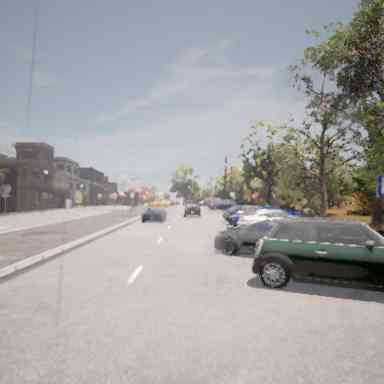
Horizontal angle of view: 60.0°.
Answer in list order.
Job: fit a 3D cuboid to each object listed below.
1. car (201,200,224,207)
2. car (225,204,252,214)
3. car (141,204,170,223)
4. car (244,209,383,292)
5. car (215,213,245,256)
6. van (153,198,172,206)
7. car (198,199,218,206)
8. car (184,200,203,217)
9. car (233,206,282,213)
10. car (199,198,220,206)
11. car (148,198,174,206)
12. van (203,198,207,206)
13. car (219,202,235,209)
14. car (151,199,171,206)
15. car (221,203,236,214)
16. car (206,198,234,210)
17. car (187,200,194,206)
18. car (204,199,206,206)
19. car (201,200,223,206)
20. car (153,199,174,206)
[{"bbox_3d":[4.927,2.722,80.684,5.366,1.575,1.946,0,-2,-1],"label":"car"},{"bbox_3d":[5.056,1.781,23.048,5.008,1.535,2.097,0,-1,0],"label":"car"},{"bbox_3d":[-3.324,1.988,29.621,1.895,1.301,4.718,0,-1,0],"label":"car"},{"bbox_3d":[3.872,1.461,8.252,4.553,1.767,2.097,0,-1,26],"label":"car"},{"bbox_3d":[2.973,1.733,12.733,4.181,1.385,1.994,0,-1,33],"label":"car"},{"bbox_3d":[-7.448,2.620,84.371,4.442,1.987,1.878,0,-2,-1],"label":"van"},{"bbox_3d":[4.546,2.999,94.521,5.566,2.045,2.435,0,-2,-1],"label":"car"},{"bbox_3d":[0.029,1.993,37.845,1.812,1.442,4.674,-1,0,0],"label":"car"},{"bbox_3d":[5.053,1.780,19.899,4.674,1.452,2.002,0,-1,0],"label":"car"},{"bbox_3d":[4.627,2.768,89.064,5.566,2.045,2.435,0,-2,-1],"label":"car"},{"bbox_3d":[-7.688,2.651,78.409,5.366,1.575,1.946,0,-2,-1],"label":"car"},{"bbox_3d":[4.654,2.415,77.895,4.442,1.987,1.878,0,-2,-1],"label":"van"},{"bbox_3d":[5.037,1.907,29.596,4.674,1.452,2.002,0,-1,0],"label":"car"},{"bbox_3d":[-7.502,2.616,81.331,4.553,1.767,2.185,0,-2,-1],"label":"car"},{"bbox_3d":[5.040,1.825,26.321,4.892,1.521,2.231,0,-1,0],"label":"car"},{"bbox_3d":[5.033,2.058,53.932,4.553,1.767,2.185,0,-1,0],"label":"car"},{"bbox_3d":[-0.419,2.937,87.042,1.882,1.535,5.008,0,-2,-1],"label":"car"},{"bbox_3d":[4.955,2.267,57.100,4.674,1.452,2.002,0,-1,-1],"label":"car"},{"bbox_3d":[4.900,2.809,83.344,5.366,1.575,1.946,0,-2,-1],"label":"car"},{"bbox_3d":[-7.607,2.826,90.559,5.566,2.045,2.435,0,-2,-1],"label":"car"}]
